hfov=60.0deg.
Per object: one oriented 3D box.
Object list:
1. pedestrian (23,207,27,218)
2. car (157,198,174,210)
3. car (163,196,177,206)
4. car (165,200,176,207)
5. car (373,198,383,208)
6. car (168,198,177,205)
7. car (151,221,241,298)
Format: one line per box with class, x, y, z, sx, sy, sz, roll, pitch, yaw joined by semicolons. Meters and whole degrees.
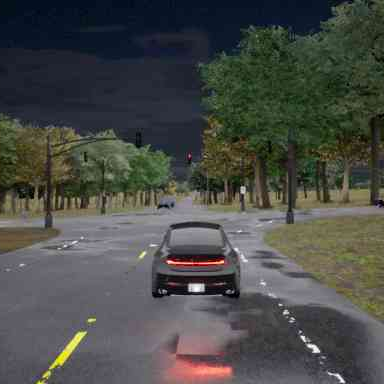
pedestrian;-18.108;2.202;36.112;0.375;1.300;0.375;0;1;2
car;-4.195;2.006;50.264;1.895;1.301;4.718;0;-1;-1
car;-4.406;1.807;60.455;2.150;2.045;5.566;0;-1;-2
car;-4.571;2.324;70.784;2.033;1.411;5.357;0;-1;-1
car;19.525;0.784;30.819;4.718;1.301;1.895;-2;-1;2
car;-4.857;2.460;83.186;2.097;1.767;4.553;0;-2;-1
car;0.084;1.508;8.517;1.837;1.490;4.892;0;0;0
